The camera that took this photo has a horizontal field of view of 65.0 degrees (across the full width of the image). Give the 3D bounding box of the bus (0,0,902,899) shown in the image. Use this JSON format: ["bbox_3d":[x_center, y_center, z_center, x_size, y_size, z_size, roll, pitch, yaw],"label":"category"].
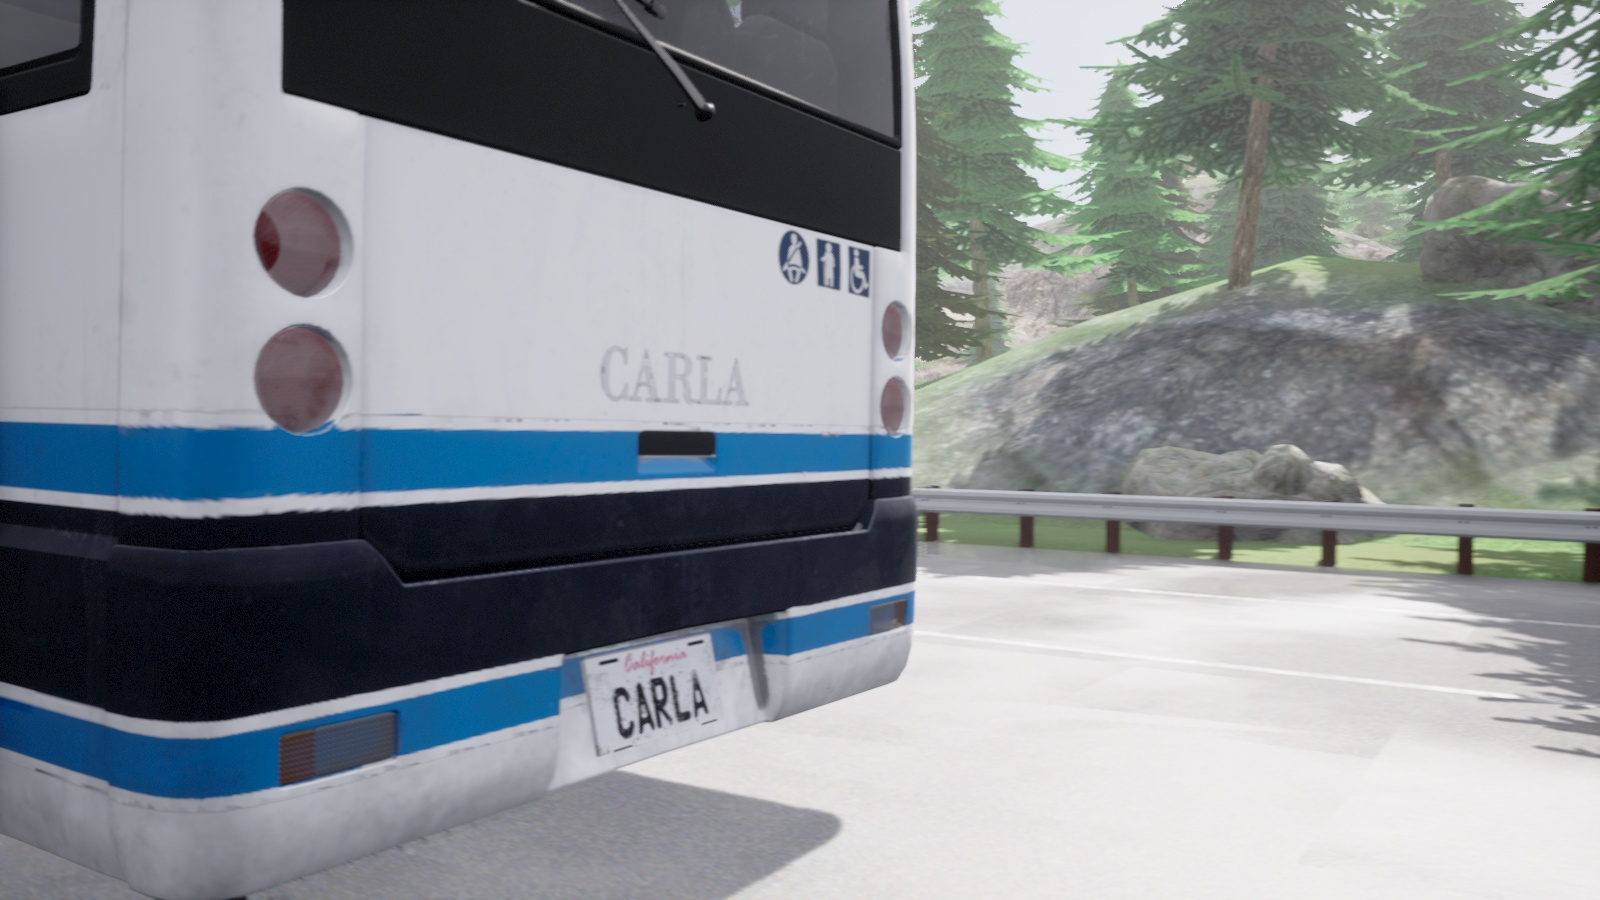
[{"bbox_3d":[-4.918,-0.695,6.868,10.273,4.253,3.944,1,1,33],"label":"bus"}]
